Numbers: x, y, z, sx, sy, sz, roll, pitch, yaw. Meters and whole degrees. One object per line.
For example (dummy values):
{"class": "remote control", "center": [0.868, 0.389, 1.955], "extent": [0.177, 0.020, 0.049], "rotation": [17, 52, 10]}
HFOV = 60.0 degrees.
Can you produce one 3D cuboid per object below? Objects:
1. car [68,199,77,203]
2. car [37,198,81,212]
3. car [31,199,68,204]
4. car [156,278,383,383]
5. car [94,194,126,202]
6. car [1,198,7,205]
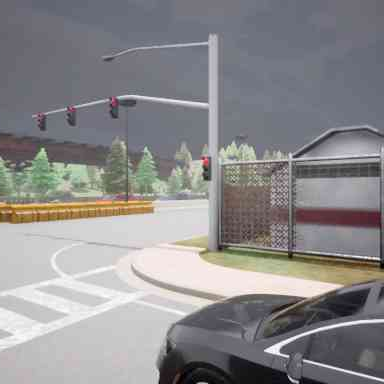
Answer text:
{"class": "car", "center": [-14.903, 1.601, 34.978], "extent": [1.895, 1.301, 4.718], "rotation": [0, 0, 34]}
{"class": "car", "center": [-15.841, 1.526, 39.857], "extent": [1.812, 1.442, 4.674], "rotation": [0, 0, 34]}
{"class": "car", "center": [-13.879, 1.564, 30.200], "extent": [1.994, 1.385, 4.181], "rotation": [0, 0, 33]}
{"class": "car", "center": [1.873, 1.505, 2.671], "extent": [4.892, 1.490, 1.837], "rotation": [0, 0, 36]}
{"class": "car", "center": [-8.743, 1.221, 37.910], "extent": [2.150, 2.045, 5.566], "rotation": [0, 0, 34]}
{"class": "car", "center": [-20.676, 1.352, 32.635], "extent": [2.097, 1.767, 4.553], "rotation": [0, 0, 34]}
